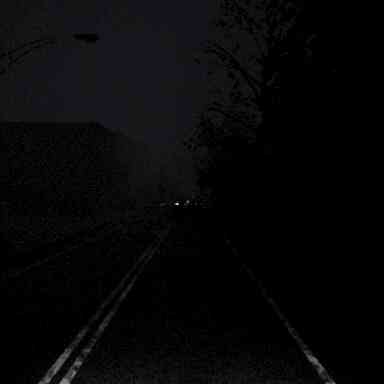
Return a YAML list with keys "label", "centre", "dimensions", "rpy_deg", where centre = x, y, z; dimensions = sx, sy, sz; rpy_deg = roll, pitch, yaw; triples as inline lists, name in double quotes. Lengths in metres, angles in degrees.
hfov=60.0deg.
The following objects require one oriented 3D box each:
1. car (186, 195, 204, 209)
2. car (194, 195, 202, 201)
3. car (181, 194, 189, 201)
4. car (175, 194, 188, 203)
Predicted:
- label: "car"
  centre: [0.597, 1.563, 45.119]
  dimensions: [2.033, 1.411, 5.357]
  rpy_deg: [0, 0, 1]
- label: "car"
  centre: [1.586, 1.461, 81.218]
  dimensions: [1.895, 1.301, 4.718]
  rpy_deg: [0, 0, 2]
- label: "car"
  centre: [-1.642, 1.352, 81.963]
  dimensions: [1.837, 1.490, 4.892]
  rpy_deg: [0, 0, 2]
- label: "car"
  centre: [-2.159, 1.498, 66.167]
  dimensions: [1.994, 1.385, 4.181]
  rpy_deg: [0, 0, 2]
